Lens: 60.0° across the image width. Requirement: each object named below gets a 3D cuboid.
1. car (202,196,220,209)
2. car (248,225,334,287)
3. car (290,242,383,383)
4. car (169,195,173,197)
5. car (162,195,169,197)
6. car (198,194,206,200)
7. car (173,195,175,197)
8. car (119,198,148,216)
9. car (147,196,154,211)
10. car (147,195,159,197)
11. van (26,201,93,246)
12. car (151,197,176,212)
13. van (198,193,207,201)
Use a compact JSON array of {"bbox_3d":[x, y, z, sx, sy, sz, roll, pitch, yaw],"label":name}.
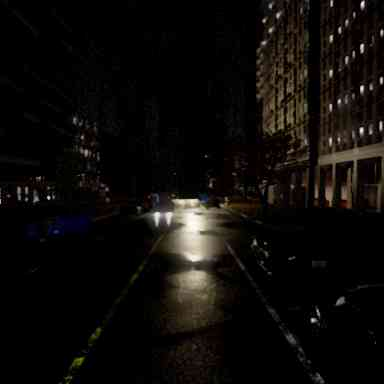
[{"bbox_3d":[2.667,1.508,42.825,1.802,1.307,4.206,-1,0,0],"label":"car"},{"bbox_3d":[2.678,1.545,9.074,1.947,1.339,4.313,-1,0,0],"label":"car"},{"bbox_3d":[2.680,1.557,3.449,1.947,1.339,4.313,-1,0,0],"label":"car"},{"bbox_3d":[-5.723,1.453,70.947,2.008,1.369,4.403,-1,0,0],"label":"car"},{"bbox_3d":[-5.719,1.455,59.696,1.887,1.381,4.507,-1,0,0],"label":"car"},{"bbox_3d":[2.649,1.334,87.825,1.967,1.590,4.097,-1,0,0],"label":"car"},{"bbox_3d":[-5.725,1.450,76.572,2.008,1.369,4.403,-1,0,0],"label":"car"},{"bbox_3d":[-5.710,1.492,31.571,2.008,1.369,4.403,-1,0,0],"label":"car"},{"bbox_3d":[-5.712,1.459,37.027,1.752,1.417,4.829,-1,0,0],"label":"car"},{"bbox_3d":[-5.714,1.472,42.822,1.887,1.381,4.507,-1,0,0],"label":"car"},{"bbox_3d":[-5.707,1.311,14.696,1.690,1.788,3.998,-1,0,0],"label":"van"},{"bbox_3d":[-3.010,1.526,37.010,1.994,1.385,4.181,0,0,0],"label":"car"},{"bbox_3d":[2.651,1.239,76.575,1.690,1.788,3.998,-1,0,0],"label":"van"}]
